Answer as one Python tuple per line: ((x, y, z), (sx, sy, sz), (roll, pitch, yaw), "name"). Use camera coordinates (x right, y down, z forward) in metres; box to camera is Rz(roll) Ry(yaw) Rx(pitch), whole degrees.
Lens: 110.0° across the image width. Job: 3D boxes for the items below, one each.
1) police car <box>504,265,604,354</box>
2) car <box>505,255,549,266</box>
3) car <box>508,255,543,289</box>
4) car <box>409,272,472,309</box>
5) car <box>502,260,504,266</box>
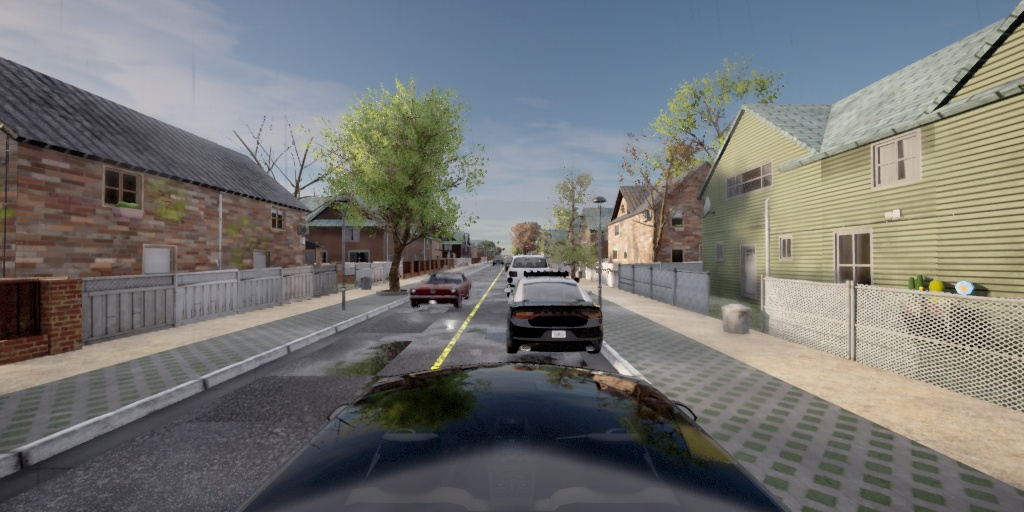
((0.828, 1.177, 8.925), (1.930, 1.638, 5.238), (0, 0, 0), "police car")
((0.833, 0.978, 18.848), (2.150, 2.045, 5.566), (0, 0, 0), "car")
((0.836, 0.979, 24.849), (2.150, 2.045, 5.566), (0, 0, 0), "car")
((-2.844, 1.353, 15.119), (1.895, 1.301, 4.718), (0, 0, 0), "car")
((0.051, 1.348, 46.662), (1.895, 1.301, 4.718), (0, 0, 1), "car")
